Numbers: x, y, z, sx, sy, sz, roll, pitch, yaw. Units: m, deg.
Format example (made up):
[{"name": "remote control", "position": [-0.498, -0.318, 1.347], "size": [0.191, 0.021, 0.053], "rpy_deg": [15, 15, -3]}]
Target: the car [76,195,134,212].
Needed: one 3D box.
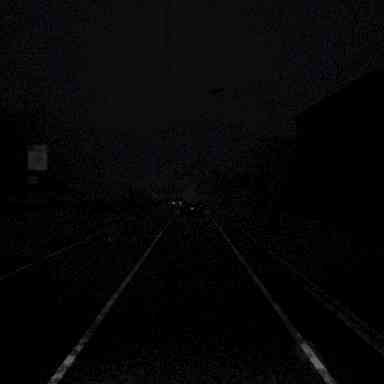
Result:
[{"name": "car", "position": [-8.827, 1.328, 34.071], "size": [4.892, 1.521, 2.231], "rpy_deg": [0, 0, 0]}]

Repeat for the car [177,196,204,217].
[{"name": "car", "position": [0.015, 1.411, 30.278], "size": [2.163, 1.488, 4.792], "rpy_deg": [0, 0, 0]}]

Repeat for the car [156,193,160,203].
[{"name": "car", "position": [-8.825, 1.422, 59.297], "size": [5.008, 1.535, 2.097], "rpy_deg": [0, 0, 0]}]

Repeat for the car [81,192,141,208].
[{"name": "car", "position": [-8.859, 1.075, 36.873], "size": [5.566, 2.045, 2.435], "rpy_deg": [0, 0, 0]}]

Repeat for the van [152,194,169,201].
[{"name": "van", "position": [-8.745, 1.454, 92.934], "size": [4.442, 1.987, 1.878], "rpy_deg": [0, 0, 0]}]

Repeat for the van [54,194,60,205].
[{"name": "van", "position": [-22.020, 1.135, 48.027], "size": [4.442, 1.987, 1.878], "rpy_deg": [0, 0, 0]}]

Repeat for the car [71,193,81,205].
[{"name": "car", "position": [-21.722, 1.404, 56.383], "size": [5.366, 1.575, 1.946], "rpy_deg": [0, 0, 0]}]

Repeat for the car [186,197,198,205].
[{"name": "car", "position": [0.027, 1.569, 61.060], "size": [2.033, 1.411, 5.357], "rpy_deg": [0, 0, 0]}]

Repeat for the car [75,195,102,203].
[{"name": "car", "position": [-21.915, 1.490, 70.309], "size": [5.008, 1.535, 2.097], "rpy_deg": [0, 0, 0]}]

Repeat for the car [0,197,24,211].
[{"name": "car", "position": [-21.915, 1.326, 36.890], "size": [5.008, 1.535, 2.097], "rpy_deg": [0, 0, 0]}]

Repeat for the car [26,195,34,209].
[{"name": "car", "position": [-21.910, 1.371, 39.677], "size": [4.674, 1.452, 2.002], "rpy_deg": [0, 0, 0]}]

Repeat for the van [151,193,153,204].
[{"name": "van", "position": [-8.709, 1.150, 50.888], "size": [4.442, 1.987, 1.878], "rpy_deg": [0, 0, 0]}]

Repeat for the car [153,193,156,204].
[{"name": "car", "position": [-8.820, 1.392, 53.691], "size": [4.892, 1.521, 2.231], "rpy_deg": [0, 0, 0]}]

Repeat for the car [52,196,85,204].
[{"name": "car", "position": [-21.904, 1.422, 59.169], "size": [5.008, 1.535, 2.097], "rpy_deg": [0, 0, 0]}]

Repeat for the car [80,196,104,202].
[{"name": "car", "position": [-21.920, 1.549, 72.969], "size": [4.674, 1.452, 2.002], "rpy_deg": [0, 0, 0]}]

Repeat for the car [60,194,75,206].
[{"name": "car", "position": [-21.904, 1.432, 53.597], "size": [4.674, 1.452, 2.002], "rpy_deg": [0, 0, 0]}]

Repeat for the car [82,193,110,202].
[{"name": "car", "position": [-21.896, 1.281, 75.879], "size": [5.566, 2.045, 2.435], "rpy_deg": [0, -1, 0]}]

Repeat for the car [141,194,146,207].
[{"name": "car", "position": [-8.832, 1.338, 42.476], "size": [4.892, 1.521, 2.231], "rpy_deg": [0, 0, 0]}]

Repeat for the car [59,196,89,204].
[{"name": "car", "position": [-21.883, 1.467, 61.954], "size": [4.792, 1.488, 2.163], "rpy_deg": [0, 0, 0]}]

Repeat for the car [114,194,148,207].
[{"name": "car", "position": [-8.793, 1.235, 48.083], "size": [4.553, 1.767, 2.185], "rpy_deg": [0, 0, 0]}]

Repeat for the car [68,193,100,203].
[{"name": "car", "position": [-21.889, 1.219, 67.524], "size": [5.566, 2.045, 2.435], "rpy_deg": [0, 0, 0]}]

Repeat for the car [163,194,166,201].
[{"name": "car", "position": [-8.838, 1.510, 73.313], "size": [5.008, 1.535, 2.097], "rpy_deg": [0, 0, 0]}]

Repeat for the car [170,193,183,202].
[{"name": "car", "position": [-3.218, 1.151, 75.262], "size": [2.150, 2.045, 5.566], "rpy_deg": [0, 0, 0]}]

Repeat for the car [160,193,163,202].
[{"name": "car", "position": [-8.861, 1.186, 62.102], "size": [5.566, 2.045, 2.435], "rpy_deg": [0, 0, 0]}]

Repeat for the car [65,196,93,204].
[{"name": "car", "position": [-21.944, 1.483, 64.739], "size": [4.792, 1.488, 2.163], "rpy_deg": [0, 0, 0]}]

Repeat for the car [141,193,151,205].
[{"name": "car", "position": [-8.853, 1.097, 45.283], "size": [5.566, 2.045, 2.435], "rpy_deg": [0, 0, 0]}]

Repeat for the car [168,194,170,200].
[{"name": "car", "position": [-8.854, 1.655, 90.129], "size": [5.008, 1.535, 2.097], "rpy_deg": [0, 0, 0]}]

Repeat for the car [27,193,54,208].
[{"name": "car", "position": [-21.874, 1.223, 45.246], "size": [4.553, 1.767, 2.185], "rpy_deg": [0, 0, 0]}]

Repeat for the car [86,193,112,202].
[{"name": "car", "position": [-21.899, 1.304, 78.541], "size": [5.566, 2.045, 2.435], "rpy_deg": [0, 0, 0]}]

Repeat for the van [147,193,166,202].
[{"name": "van", "position": [-8.734, 1.356, 81.721], "size": [4.442, 1.987, 1.878], "rpy_deg": [0, -1, 0]}]
